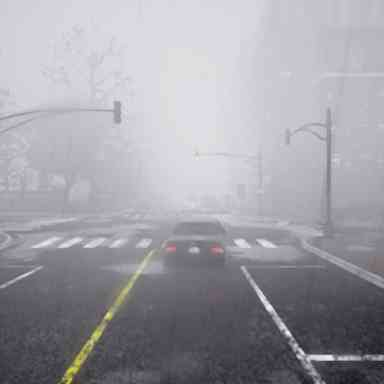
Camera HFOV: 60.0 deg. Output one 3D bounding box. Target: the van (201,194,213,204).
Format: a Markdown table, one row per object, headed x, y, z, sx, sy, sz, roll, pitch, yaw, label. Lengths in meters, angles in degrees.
| x | y | z | sx | sy | sz | roll | pitch | yaw | label |
| --- | --- | --- | --- | --- | --- | --- | --- | --- | --- |
| 2.688 | 1.376 | 51.262 | 1.690 | 1.788 | 3.998 | 0 | 0 | 0 | van |

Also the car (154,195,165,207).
| x | y | z | sx | sy | sz | roll | pitch | yaw | label |
| --- | --- | --- | --- | --- | --- | --- | --- | --- | --- |
| -5.692 | 1.561 | 51.092 | 1.752 | 1.417 | 4.829 | 0 | 0 | 0 | car |

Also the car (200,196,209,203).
| x | y | z | sx | sy | sz | roll | pitch | yaw | label |
| --- | --- | --- | --- | --- | --- | --- | --- | --- | --- |
| 2.685 | 1.618 | 73.782 | 1.887 | 1.381 | 4.507 | 0 | 0 | 0 | car |

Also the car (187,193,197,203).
| x | y | z | sx | sy | sz | roll | pitch | yaw | label |
| --- | --- | --- | --- | --- | --- | --- | --- | --- | --- |
| -0.007 | 1.541 | 68.717 | 1.882 | 1.535 | 5.008 | 0 | 0 | 0 | car |

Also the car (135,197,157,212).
| x | y | z | sx | sy | sz | roll | pitch | yaw | label |
| --- | --- | --- | --- | --- | --- | --- | --- | --- | --- |
| -5.692 | 1.588 | 40.000 | 1.947 | 1.339 | 4.313 | 0 | 0 | 0 | car |

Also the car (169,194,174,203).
| x | y | z | sx | sy | sz | roll | pitch | yaw | label |
| --- | --- | --- | --- | --- | --- | --- | --- | --- | --- |
| -5.695 | 1.514 | 73.783 | 1.967 | 1.590 | 4.097 | 0 | 0 | 0 | car |

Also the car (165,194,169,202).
| x | y | z | sx | sy | sz | roll | pitch | yaw | label |
| --- | --- | --- | --- | --- | --- | --- | --- | --- | --- |
| -5.693 | 1.359 | 56.892 | 2.192 | 1.841 | 5.009 | 0 | 0 | 0 | car |

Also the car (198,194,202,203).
| x | y | z | sx | sy | sz | roll | pitch | yaw | label |
| --- | --- | --- | --- | --- | --- | --- | --- | --- | --- |
| 2.687 | 1.493 | 62.522 | 1.967 | 1.590 | 4.097 | 0 | 0 | 0 | car |

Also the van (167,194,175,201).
| x | y | z | sx | sy | sz | roll | pitch | yaw | label |
| --- | --- | --- | --- | --- | --- | --- | --- | --- | --- |
| -5.697 | 1.451 | 90.672 | 1.690 | 1.788 | 3.998 | 0 | 0 | 0 | van |

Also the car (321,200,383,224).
| x | y | z | sx | sy | sz | roll | pitch | yaw | label |
| --- | --- | --- | --- | --- | --- | --- | --- | --- | --- |
| 13.463 | 1.609 | 27.680 | 5.009 | 1.841 | 2.192 | 1 | -1 | -1 | car |

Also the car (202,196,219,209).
| x | y | z | sx | sy | sz | roll | pitch | yaw | label |
| --- | --- | --- | --- | --- | --- | --- | --- | --- | --- |
| 2.688 | 1.573 | 45.631 | 1.887 | 1.381 | 4.507 | 0 | 0 | 0 | car |

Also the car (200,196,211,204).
| x | y | z | sx | sy | sz | roll | pitch | yaw | label |
| --- | --- | --- | --- | --- | --- | --- | --- | --- | --- |
| 2.685 | 1.613 | 68.152 | 2.008 | 1.369 | 4.403 | 0 | 0 | 0 | car |

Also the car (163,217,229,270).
| x | y | z | sx | sy | sz | roll | pitch | yaw | label |
| --- | --- | --- | --- | --- | --- | --- | --- | --- | --- |
| 0.251 | 1.550 | 11.082 | 2.033 | 1.411 | 5.357 | 0 | 0 | 5 | car |

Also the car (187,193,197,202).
| x | y | z | sx | sy | sz | roll | pitch | yaw | label |
| --- | --- | --- | --- | --- | --- | --- | --- | --- | --- |
| -0.007 | 1.186 | 79.166 | 2.150 | 2.045 | 5.566 | 0 | 0 | 0 | car |

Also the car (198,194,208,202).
| x | y | z | sx | sy | sz | roll | pitch | yaw | label |
| --- | --- | --- | --- | --- | --- | --- | --- | --- | --- |
| 2.685 | 1.400 | 79.413 | 2.192 | 1.841 | 5.009 | 0 | 0 | 0 | car |
